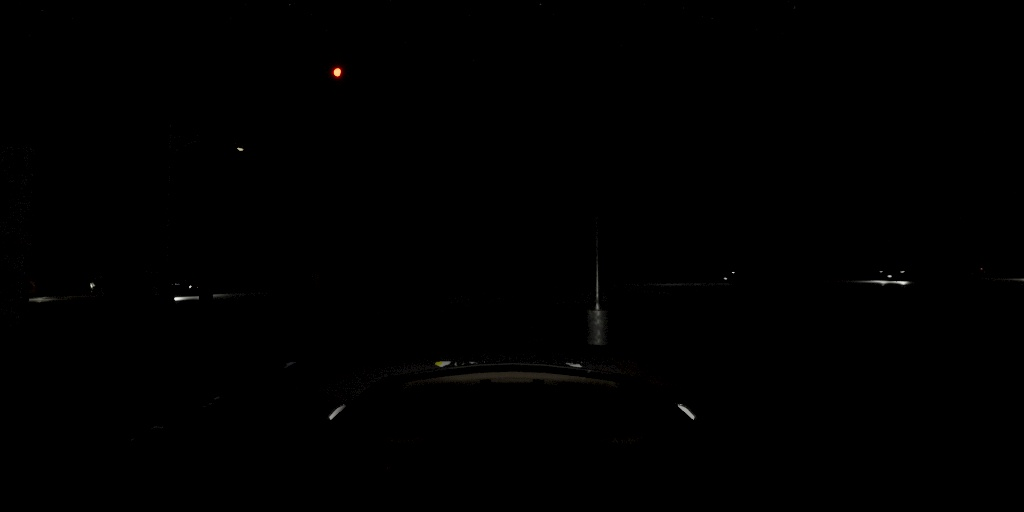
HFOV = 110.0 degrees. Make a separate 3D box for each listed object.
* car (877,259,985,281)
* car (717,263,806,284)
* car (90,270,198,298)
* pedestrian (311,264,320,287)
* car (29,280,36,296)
[{"bbox_3d":[27.278,0.895,23.405,5.357,1.411,2.033,-1,-2,0],"label":"car"},{"bbox_3d":[16.140,1.126,23.426,4.718,1.301,1.895,-1,-2,0],"label":"car"},{"bbox_3d":[-20.220,1.494,19.832,4.892,1.490,1.837,-1,-2,0],"label":"car"},{"bbox_3d":[-15.055,1.466,27.422,0.375,1.860,0.375,0,-1,0],"label":"pedestrian"},{"bbox_3d":[-29.645,1.582,19.860,5.008,1.535,1.882,-1,-2,0],"label":"car"}]
